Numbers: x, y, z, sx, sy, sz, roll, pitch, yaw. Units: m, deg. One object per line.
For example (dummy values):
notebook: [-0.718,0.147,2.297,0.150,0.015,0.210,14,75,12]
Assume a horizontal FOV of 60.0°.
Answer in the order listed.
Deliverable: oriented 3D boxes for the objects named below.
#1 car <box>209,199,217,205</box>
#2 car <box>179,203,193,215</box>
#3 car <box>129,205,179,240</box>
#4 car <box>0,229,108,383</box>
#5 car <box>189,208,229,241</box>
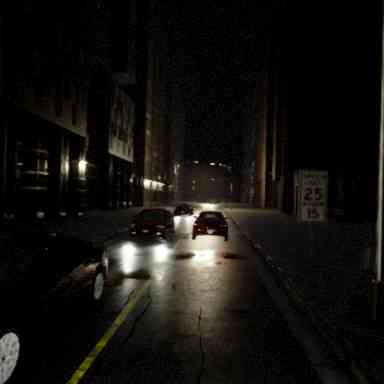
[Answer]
car: [5.631,2.651,90.424,1.882,1.535,5.008,2,-1,4]
car: [-0.839,1.961,36.661,1.994,1.385,4.181,2,-1,4]
car: [-2.065,1.631,18.458,1.882,1.535,5.008,2,0,4]
car: [-2.902,1.457,5.419,1.882,1.535,5.008,2,-1,4]
car: [1.029,1.769,18.354,1.812,1.442,4.674,2,-1,4]
